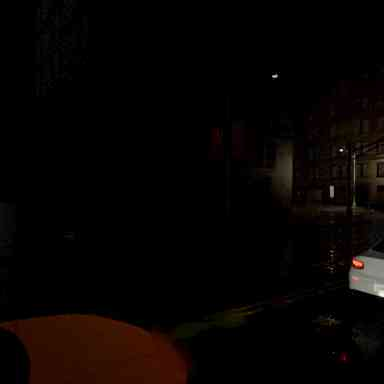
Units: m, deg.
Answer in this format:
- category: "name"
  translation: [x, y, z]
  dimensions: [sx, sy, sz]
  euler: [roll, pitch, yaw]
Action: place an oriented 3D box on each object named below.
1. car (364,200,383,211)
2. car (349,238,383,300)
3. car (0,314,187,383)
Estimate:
- category: "car"
  translation: [22.289, 1.547, 38.121]
  dimensions: [1.812, 1.442, 4.674]
  euler: [1, 0, -36]
- category: "car"
  translation: [5.208, 1.527, 7.151]
  dimensions: [4.674, 1.442, 1.812]
  euler: [0, 0, -35]
- category: "car"
  translation: [-2.294, 1.478, 1.806]
  dimensions: [5.008, 1.535, 1.882]
  euler: [0, 0, -35]
